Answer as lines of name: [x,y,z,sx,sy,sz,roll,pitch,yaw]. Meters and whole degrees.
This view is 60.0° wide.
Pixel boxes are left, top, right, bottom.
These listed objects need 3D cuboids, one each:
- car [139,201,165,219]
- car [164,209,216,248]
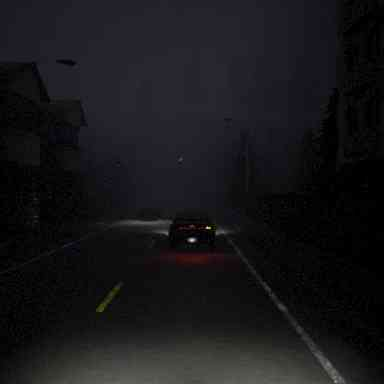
car: [-3.500,1.511,29.610,1.882,1.535,5.008,0,0,0]
car: [0.000,1.515,14.650,1.837,1.490,4.892,0,0,0]
